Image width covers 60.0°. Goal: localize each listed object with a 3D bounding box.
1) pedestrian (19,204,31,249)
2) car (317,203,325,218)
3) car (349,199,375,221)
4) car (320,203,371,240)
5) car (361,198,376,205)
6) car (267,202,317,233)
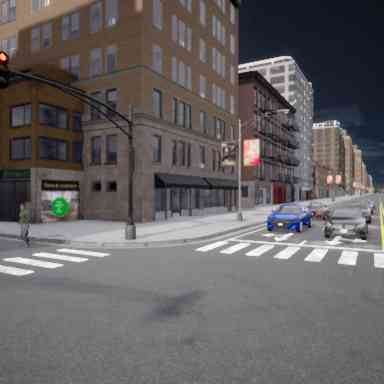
[{"bbox_3d":[-6.621,1.327,13.156,0.375,1.860,0.375,0,0,30],"label":"pedestrian"},{"bbox_3d":[10.420,1.580,28.050,1.994,1.385,4.181,0,0,29],"label":"car"},{"bbox_3d":[12.624,1.517,25.337,1.837,1.490,4.892,0,0,29],"label":"car"},{"bbox_3d":[8.088,1.537,17.273,1.812,1.442,4.674,0,0,29],"label":"car"},{"bbox_3d":[17.541,1.519,34.059,1.837,1.490,4.892,0,0,30],"label":"car"},{"bbox_3d":[6.033,1.492,20.235,1.882,1.535,5.008,0,0,29],"label":"car"}]
